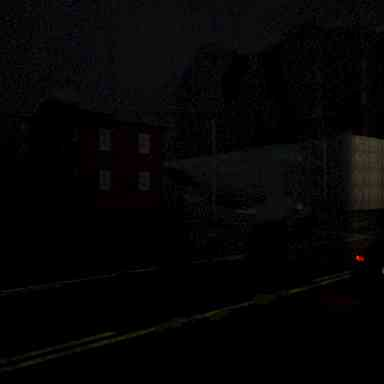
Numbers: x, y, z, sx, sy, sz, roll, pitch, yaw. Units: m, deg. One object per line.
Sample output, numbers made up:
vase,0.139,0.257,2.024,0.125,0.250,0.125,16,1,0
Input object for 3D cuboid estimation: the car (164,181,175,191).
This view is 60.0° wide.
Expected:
car,-4.463,-0.949,49.429,1.895,1.301,4.718,0,12,-36

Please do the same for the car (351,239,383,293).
car,5.579,1.559,7.732,4.181,1.385,1.994,0,0,-35

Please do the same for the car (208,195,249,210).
car,3.999,1.092,37.591,2.033,1.411,5.357,0,5,-36

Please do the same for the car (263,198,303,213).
car,9.756,1.377,35.835,1.812,1.442,4.674,0,3,-35
